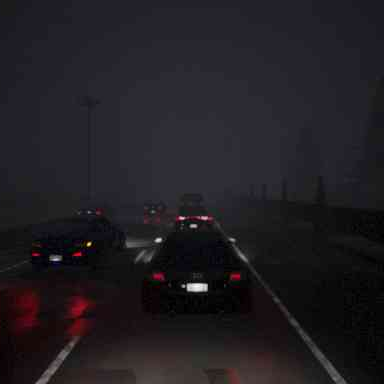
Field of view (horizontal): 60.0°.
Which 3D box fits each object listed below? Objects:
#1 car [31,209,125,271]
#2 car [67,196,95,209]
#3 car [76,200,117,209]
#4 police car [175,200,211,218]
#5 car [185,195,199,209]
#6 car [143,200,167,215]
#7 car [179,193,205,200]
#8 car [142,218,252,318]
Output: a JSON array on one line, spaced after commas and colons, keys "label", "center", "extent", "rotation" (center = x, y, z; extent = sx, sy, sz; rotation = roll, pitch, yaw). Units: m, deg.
[{"label": "car", "center": [-3.423, 1.478, 10.657], "extent": [1.812, 1.442, 4.674], "rotation": [0, 0, 0]}, {"label": "car", "center": [-14.188, 1.286, 42.841], "extent": [1.882, 1.535, 5.008], "rotation": [0, 0, 0]}, {"label": "car", "center": [-6.956, 1.436, 24.909], "extent": [2.033, 1.411, 5.357], "rotation": [0, 0, 0]}, {"label": "police car", "center": [0.062, 1.425, 18.160], "extent": [2.038, 1.542, 4.974], "rotation": [0, 0, 0]}, {"label": "car", "center": [0.003, 1.263, 43.575], "extent": [1.801, 1.575, 5.366], "rotation": [0, 0, 0]}, {"label": "car", "center": [-3.471, 1.458, 31.837], "extent": [1.895, 1.301, 4.718], "rotation": [0, 0, 0]}, {"label": "car", "center": [0.030, 1.088, 30.115], "extent": [2.150, 2.045, 5.566], "rotation": [0, 0, 0]}, {"label": "car", "center": [0.078, 1.530, 7.480], "extent": [1.994, 1.385, 4.181], "rotation": [0, 0, 0]}]
